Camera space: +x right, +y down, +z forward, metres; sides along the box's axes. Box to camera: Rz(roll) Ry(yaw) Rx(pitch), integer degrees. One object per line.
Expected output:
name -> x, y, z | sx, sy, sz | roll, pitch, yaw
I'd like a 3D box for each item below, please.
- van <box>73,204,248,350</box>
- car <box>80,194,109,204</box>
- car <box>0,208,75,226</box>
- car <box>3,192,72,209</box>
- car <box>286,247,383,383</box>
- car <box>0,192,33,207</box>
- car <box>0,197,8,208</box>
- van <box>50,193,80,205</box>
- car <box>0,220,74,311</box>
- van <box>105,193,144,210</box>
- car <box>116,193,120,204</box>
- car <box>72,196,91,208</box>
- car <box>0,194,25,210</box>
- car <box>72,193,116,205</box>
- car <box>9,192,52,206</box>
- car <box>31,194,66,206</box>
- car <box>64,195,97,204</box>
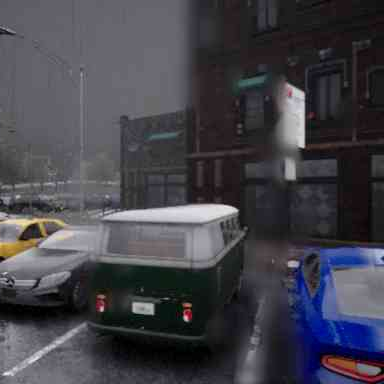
van -> -0.047, 1.251, 6.343 | 1.878, 1.987, 4.442 | 0, -1, 15
car -> -17.544, 1.239, 60.098 | 4.553, 1.767, 2.185 | -1, 0, 14
car -> -5.018, 1.452, 9.533 | 1.946, 1.575, 5.366 | 1, 0, 15
car -> -15.364, 1.151, 33.064 | 5.566, 2.045, 2.435 | 1, 0, 14
car -> 2.362, 1.484, 4.477 | 2.097, 1.535, 5.008 | 0, -1, 16
car -> -26.059, 1.107, 47.593 | 5.566, 2.045, 2.435 | -1, 0, 14
car -> -27.748, 1.387, 45.084 | 4.792, 1.488, 2.163 | -1, 0, 14
van -> -21.072, 1.138, 55.135 | 4.442, 1.987, 1.878 | -1, 0, 14
car -> -2.517, 1.506, 7.973 | 2.002, 1.452, 4.674 | 1, -1, 15
van -> -8.655, 1.183, 42.845 | 4.442, 1.987, 1.878 | 1, 0, 14
car -> -10.452, 1.154, 40.418 | 5.566, 2.045, 2.435 | 1, 1, 14
car -> -13.766, 1.432, 35.505 | 4.792, 1.488, 2.163 | 1, 1, 14
car -> -9.869, 1.188, 13.223 | 2.435, 2.045, 5.566 | 0, -1, 15
car -> -12.109, 1.153, 37.966 | 5.566, 2.045, 2.435 | 1, 1, 14
car -> -24.313, 1.108, 50.106 | 5.566, 2.045, 2.435 | -1, -1, 14
car -> -22.679, 1.236, 52.620 | 4.553, 1.767, 2.185 | -1, -1, 14
car -> -19.270, 1.365, 57.619 | 4.892, 1.521, 2.231 | -1, -1, 14
